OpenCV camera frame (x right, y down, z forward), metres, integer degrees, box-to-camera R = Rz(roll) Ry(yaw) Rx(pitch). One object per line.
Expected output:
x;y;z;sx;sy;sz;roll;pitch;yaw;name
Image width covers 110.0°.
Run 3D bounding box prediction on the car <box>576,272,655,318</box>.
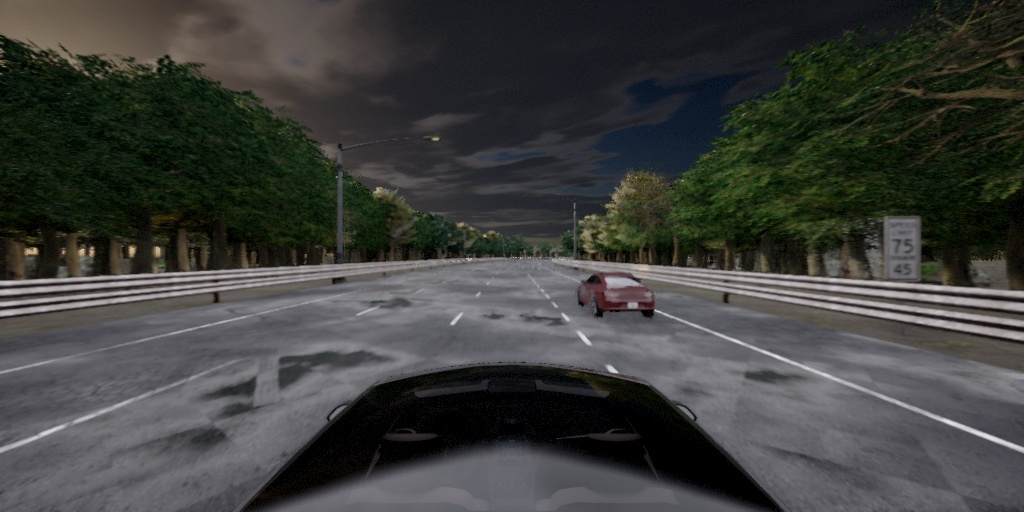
3.536;1.281;12.823;1.812;1.442;4.674;0;0;0;car
